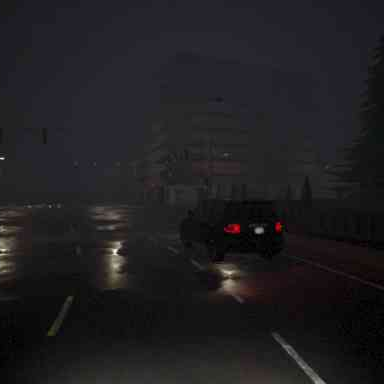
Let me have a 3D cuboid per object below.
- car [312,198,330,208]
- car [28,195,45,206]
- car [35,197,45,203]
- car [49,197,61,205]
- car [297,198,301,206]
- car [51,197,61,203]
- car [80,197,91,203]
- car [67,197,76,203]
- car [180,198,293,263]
[{"bbox_3d":[18.245,1.520,46.770,4.892,1.490,1.837,0,0,-22],"label":"car"},{"bbox_3d":[-30.252,1.580,64.356,2.150,2.045,5.566,0,0,-21],"label":"car"},{"bbox_3d":[-36.182,1.887,79.444,1.882,1.535,5.008,0,0,-21],"label":"car"},{"bbox_3d":[-27.005,1.811,65.668,1.882,1.535,5.008,0,0,-21],"label":"car"},{"bbox_3d":[16.898,1.558,49.994,4.674,1.442,1.812,0,0,-22],"label":"car"},{"bbox_3d":[-32.921,1.914,80.713,2.128,1.511,4.902,0,0,-21],"label":"car"},{"bbox_3d":[-25.993,1.910,82.224,1.994,1.385,4.181,0,0,-21],"label":"car"},{"bbox_3d":[-29.105,1.901,80.574,1.812,1.442,4.674,0,0,-21],"label":"car"},{"bbox_3d":[1.200,1.238,12.352,2.150,2.045,5.566,0,0,-17],"label":"car"}]
